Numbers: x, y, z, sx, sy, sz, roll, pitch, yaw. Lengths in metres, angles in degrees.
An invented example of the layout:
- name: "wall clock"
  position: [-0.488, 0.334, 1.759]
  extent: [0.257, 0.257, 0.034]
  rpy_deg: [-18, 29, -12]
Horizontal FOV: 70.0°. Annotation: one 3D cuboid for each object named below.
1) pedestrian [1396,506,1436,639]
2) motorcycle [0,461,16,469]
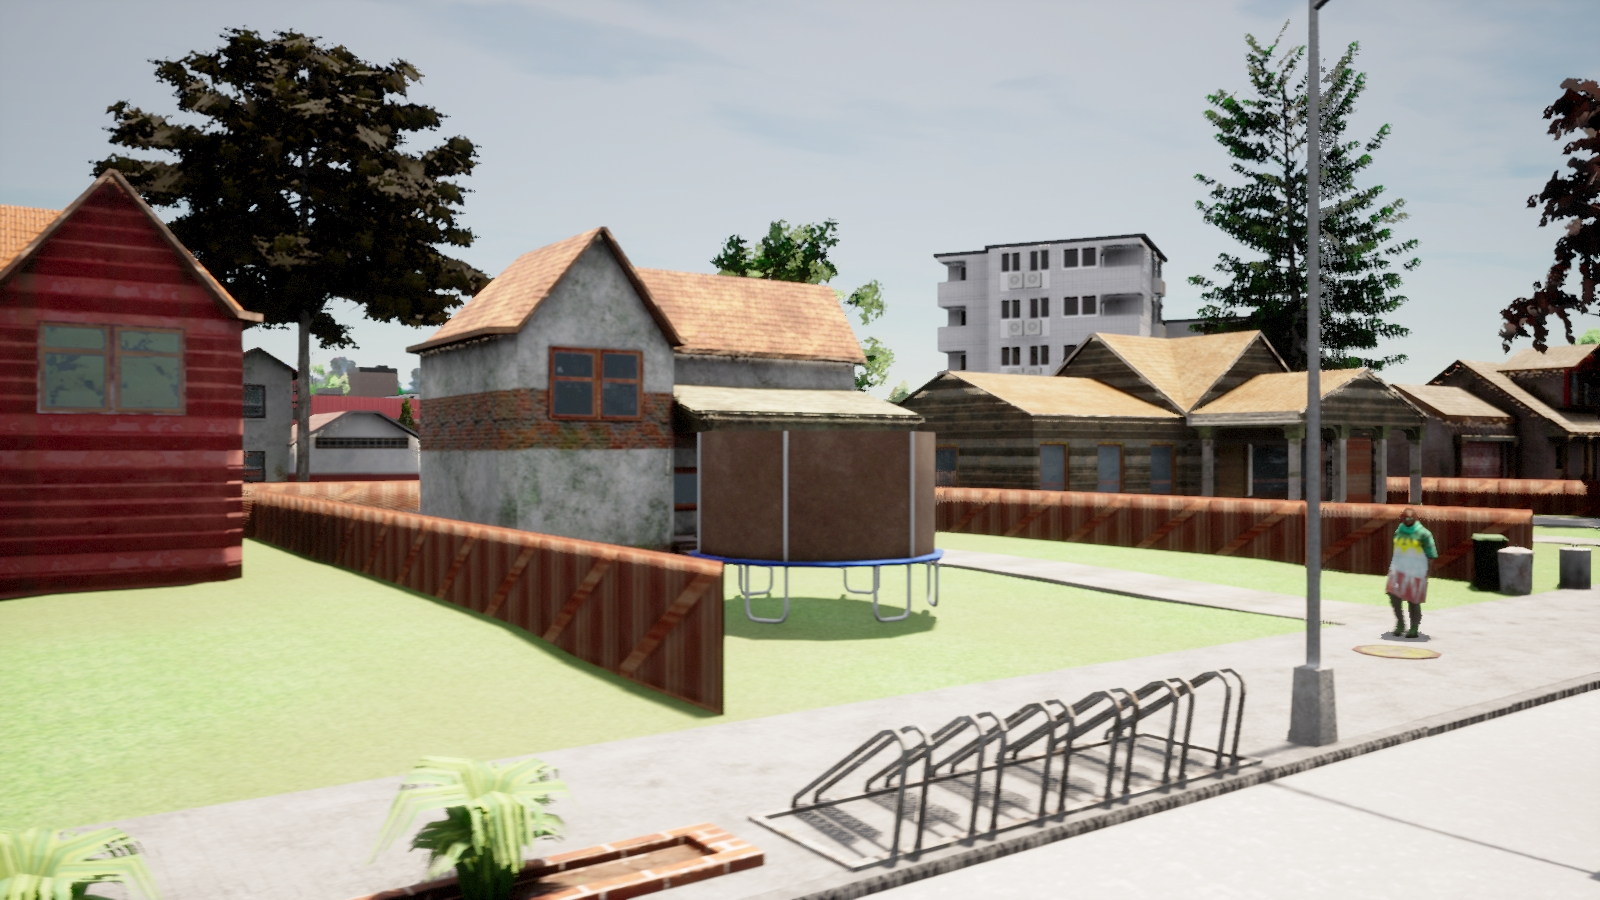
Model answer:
- name: "pedestrian"
  position: [8.860, 1.743, 16.443]
  extent: [0.375, 1.860, 0.375]
  rpy_deg: [0, 0, -34]
- name: "motorcycle"
  position: [-115.992, 2.185, 167.284]
  extent: [2.033, 1.199, 0.803]
  rpy_deg: [0, 0, -35]
